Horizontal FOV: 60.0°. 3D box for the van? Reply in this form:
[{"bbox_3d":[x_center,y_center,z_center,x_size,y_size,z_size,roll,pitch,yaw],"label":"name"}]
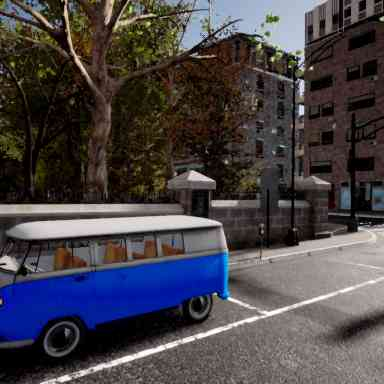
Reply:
[{"bbox_3d":[-1.220,1.342,5.631,3.998,1.788,1.690,0,1,-36],"label":"van"}]
